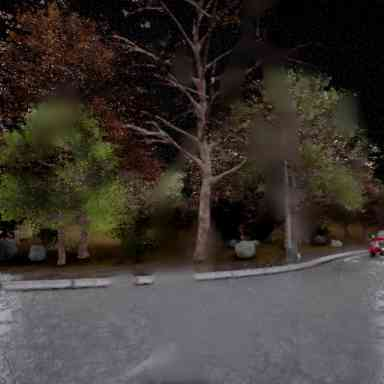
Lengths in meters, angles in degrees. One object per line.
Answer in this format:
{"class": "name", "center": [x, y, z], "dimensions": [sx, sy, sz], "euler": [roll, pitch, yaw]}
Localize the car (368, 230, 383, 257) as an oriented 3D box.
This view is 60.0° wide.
{"class": "car", "center": [15.120, 3.869, 25.115], "dimensions": [2.150, 2.045, 5.566], "euler": [-4, -8, 41]}
